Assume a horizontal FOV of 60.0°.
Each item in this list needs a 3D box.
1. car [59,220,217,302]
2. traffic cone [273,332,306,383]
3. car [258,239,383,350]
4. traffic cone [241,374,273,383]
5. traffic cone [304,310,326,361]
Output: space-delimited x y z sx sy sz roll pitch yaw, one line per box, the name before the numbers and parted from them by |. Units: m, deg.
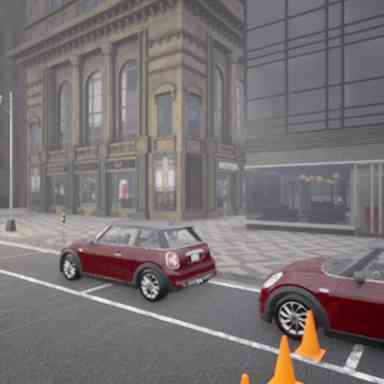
car | -1.508 1.432 8.301 4.097 1.590 1.967 0 0 36
traffic cone | 1.063 1.953 3.830 0.340 0.580 0.340 0 0 36
car | 3.073 1.439 5.014 4.097 1.590 1.967 0 0 36
traffic cone | 0.480 1.953 3.017 0.340 0.580 0.340 0 0 36
traffic cone | 1.647 1.953 4.642 0.340 0.580 0.340 0 0 36
